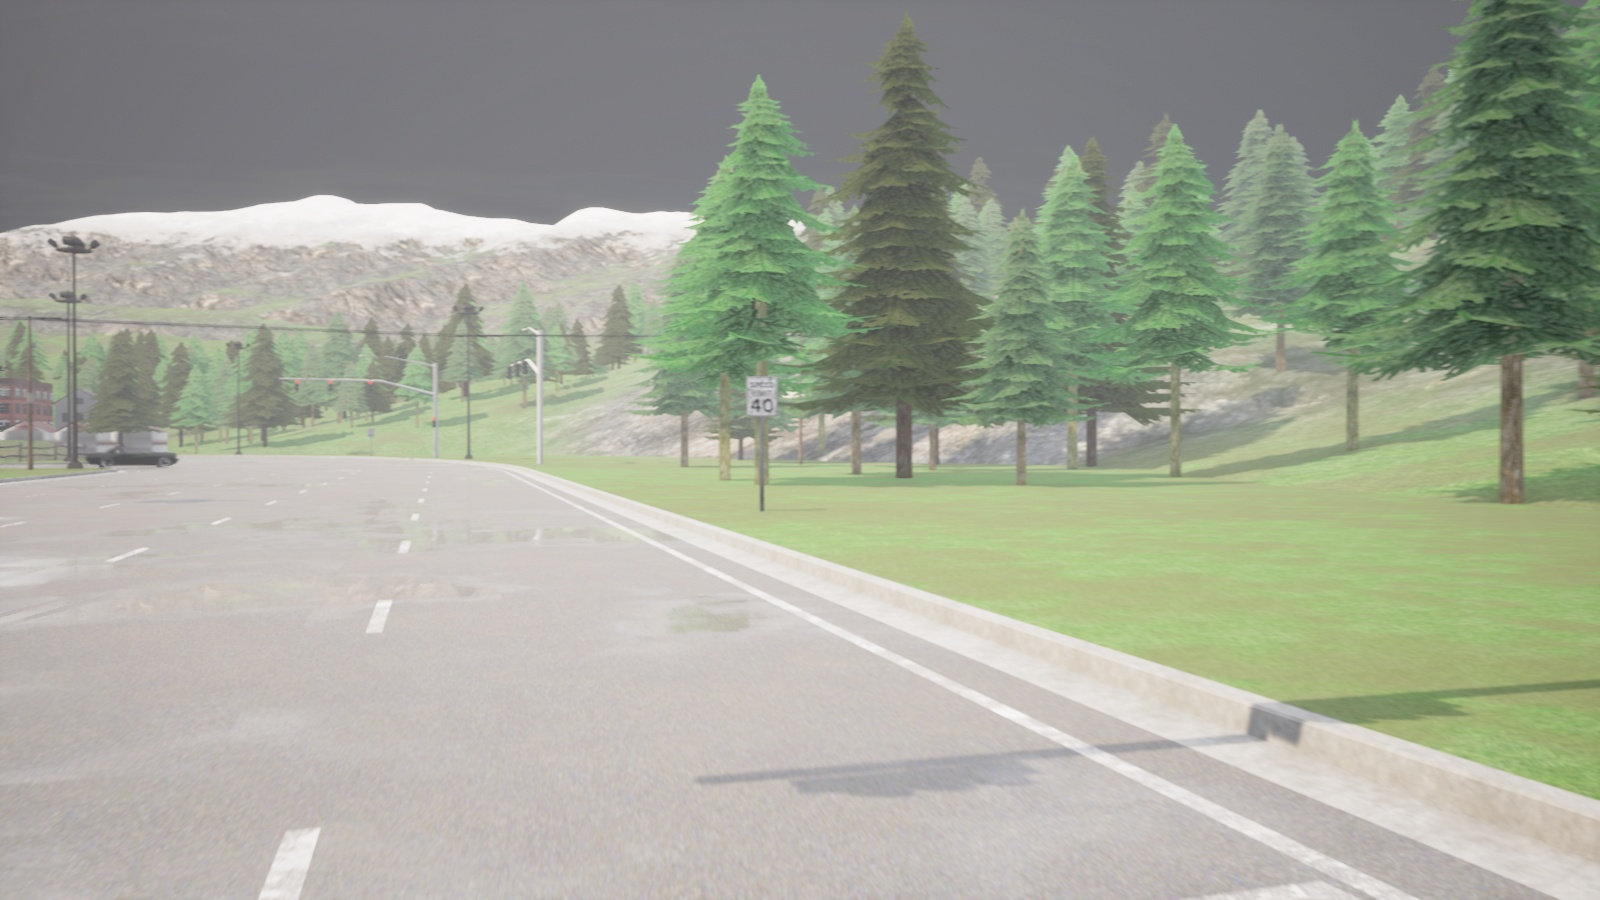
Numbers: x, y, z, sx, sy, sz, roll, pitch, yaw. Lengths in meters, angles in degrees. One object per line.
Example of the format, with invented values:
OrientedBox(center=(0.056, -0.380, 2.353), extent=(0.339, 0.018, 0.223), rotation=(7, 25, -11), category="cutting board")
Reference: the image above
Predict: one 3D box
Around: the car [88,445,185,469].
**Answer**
OrientedBox(center=(-37.824, 0.368, 71.647), extent=(4.718, 1.301, 1.895), rotation=(0, 1, -34), category="car")
